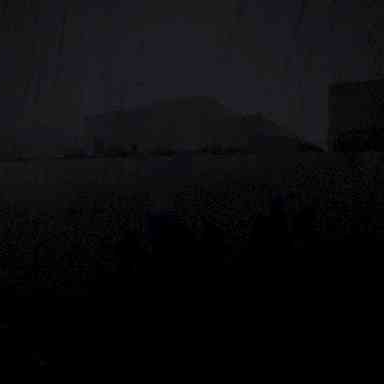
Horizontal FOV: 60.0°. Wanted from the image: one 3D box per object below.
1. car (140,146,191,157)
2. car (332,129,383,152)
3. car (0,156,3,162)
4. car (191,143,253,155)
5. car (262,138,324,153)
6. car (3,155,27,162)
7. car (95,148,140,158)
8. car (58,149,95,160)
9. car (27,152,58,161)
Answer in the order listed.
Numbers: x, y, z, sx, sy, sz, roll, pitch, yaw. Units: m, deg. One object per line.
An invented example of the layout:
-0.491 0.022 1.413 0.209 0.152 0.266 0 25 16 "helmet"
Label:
-2.035 -3.499 30.837 4.674 1.452 2.002 1 1 28 "car"
12.965 -3.355 23.571 5.566 2.045 2.435 2 1 25 "car"
-25.978 -4.160 45.059 4.892 1.521 2.231 1 1 34 "car"
2.792 -3.416 28.370 4.892 1.521 2.231 1 1 27 "car"
7.868 -3.396 25.919 4.553 1.767 2.185 2 1 26 "car"
-21.336 -4.000 42.023 4.674 1.452 2.002 2 1 33 "car"
-6.894 -3.633 33.453 4.792 1.488 2.163 1 1 29 "car"
-11.881 -3.917 36.261 4.553 1.767 2.185 2 1 31 "car"
-16.630 -3.916 39.086 5.008 1.535 2.097 2 1 32 "car"
